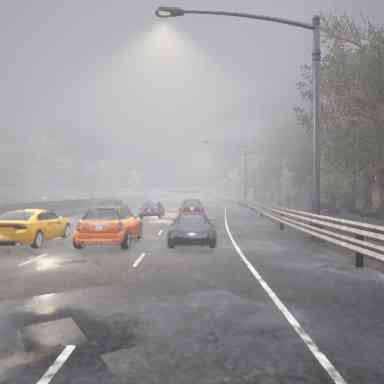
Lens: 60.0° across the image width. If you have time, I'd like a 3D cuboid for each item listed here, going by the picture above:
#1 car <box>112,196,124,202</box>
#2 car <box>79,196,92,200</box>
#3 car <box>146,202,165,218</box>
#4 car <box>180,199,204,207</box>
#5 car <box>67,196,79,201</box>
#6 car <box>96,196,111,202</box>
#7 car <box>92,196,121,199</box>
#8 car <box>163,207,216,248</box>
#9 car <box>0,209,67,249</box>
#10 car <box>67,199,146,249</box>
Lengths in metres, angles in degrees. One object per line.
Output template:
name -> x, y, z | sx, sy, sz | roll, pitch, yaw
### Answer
car -> -17.500, 1.611, 78.868 | 1.994, 1.385, 4.181 | 0, 0, 0
car -> -24.500, 1.583, 78.868 | 1.812, 1.442, 4.674 | 0, 0, 0
car -> -3.500, 1.572, 29.651 | 2.033, 1.411, 5.357 | 0, 0, 0
car -> 0.000, 1.375, 29.621 | 2.097, 1.767, 4.553 | 0, 0, 0
car -> -28.000, 1.583, 78.868 | 1.812, 1.442, 4.674 | 0, 0, 0
car -> -21.000, 1.598, 78.868 | 2.033, 1.411, 5.357 | 0, 0, 0
car -> -7.000, 1.375, 29.621 | 2.097, 1.767, 4.553 | 0, 0, 0
car -> 0.000, 1.572, 14.651 | 1.994, 1.385, 4.181 | 0, 0, 0
car -> -7.000, 1.484, 14.651 | 1.882, 1.535, 5.008 | 0, 0, 0
car -> -3.500, 1.366, 14.621 | 2.097, 1.767, 4.553 | 0, 0, 0
